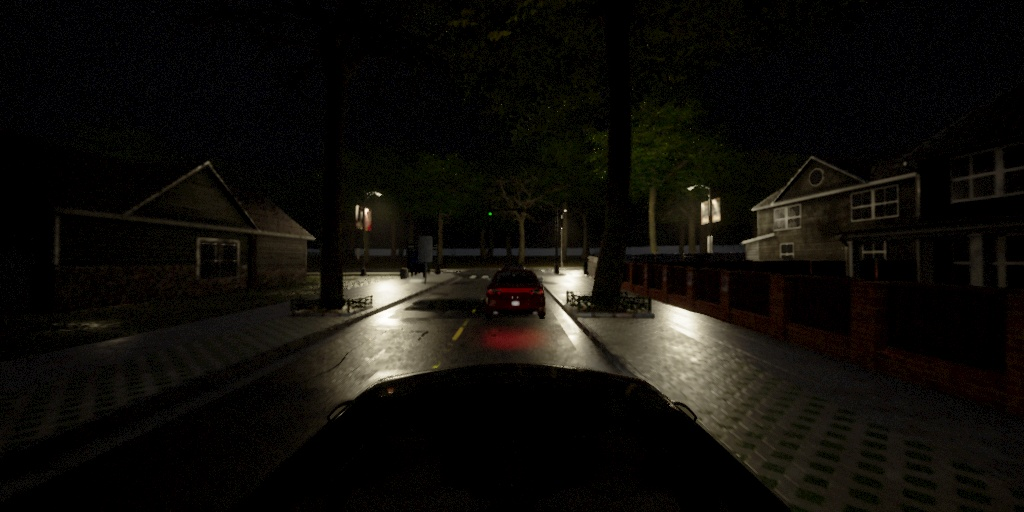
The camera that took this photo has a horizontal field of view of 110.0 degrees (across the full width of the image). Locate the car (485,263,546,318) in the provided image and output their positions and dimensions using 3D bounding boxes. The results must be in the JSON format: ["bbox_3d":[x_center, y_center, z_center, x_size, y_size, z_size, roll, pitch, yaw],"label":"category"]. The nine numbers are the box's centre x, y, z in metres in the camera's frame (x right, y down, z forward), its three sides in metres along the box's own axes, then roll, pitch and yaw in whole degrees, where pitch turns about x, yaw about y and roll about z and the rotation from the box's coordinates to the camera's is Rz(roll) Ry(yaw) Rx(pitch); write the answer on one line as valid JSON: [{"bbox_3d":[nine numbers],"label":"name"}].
[{"bbox_3d":[0.111,1.191,12.792,1.882,1.535,5.008,0,1,0],"label":"car"}]
